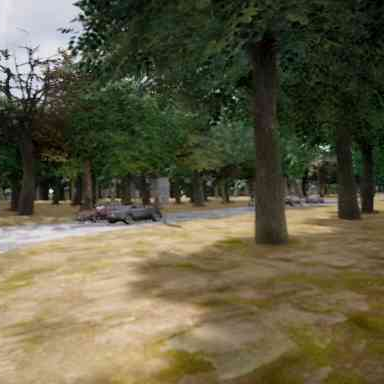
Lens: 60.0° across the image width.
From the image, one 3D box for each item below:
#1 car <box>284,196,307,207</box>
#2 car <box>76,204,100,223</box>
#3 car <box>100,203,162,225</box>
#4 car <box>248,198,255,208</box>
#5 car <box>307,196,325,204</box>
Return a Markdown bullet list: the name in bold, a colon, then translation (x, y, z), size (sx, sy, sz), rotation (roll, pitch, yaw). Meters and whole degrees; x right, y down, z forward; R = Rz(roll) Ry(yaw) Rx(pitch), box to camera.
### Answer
- **car**: translation (14.205, 1.318, 47.537), size (1.837, 1.490, 4.892), rotation (-3, -1, 38)
- **car**: translation (-6.894, 1.627, 26.369), size (1.812, 1.442, 4.674), rotation (-3, -1, 38)
- **car**: translation (-4.123, 1.533, 24.070), size (1.994, 1.385, 4.181), rotation (-3, -1, 38)
- **car**: translation (9.807, 1.451, 47.767), size (2.128, 1.511, 4.902), rotation (-3, -1, 38)
- **car**: translation (20.578, 1.312, 55.792), size (2.033, 1.411, 5.357), rotation (-3, -1, 38)
